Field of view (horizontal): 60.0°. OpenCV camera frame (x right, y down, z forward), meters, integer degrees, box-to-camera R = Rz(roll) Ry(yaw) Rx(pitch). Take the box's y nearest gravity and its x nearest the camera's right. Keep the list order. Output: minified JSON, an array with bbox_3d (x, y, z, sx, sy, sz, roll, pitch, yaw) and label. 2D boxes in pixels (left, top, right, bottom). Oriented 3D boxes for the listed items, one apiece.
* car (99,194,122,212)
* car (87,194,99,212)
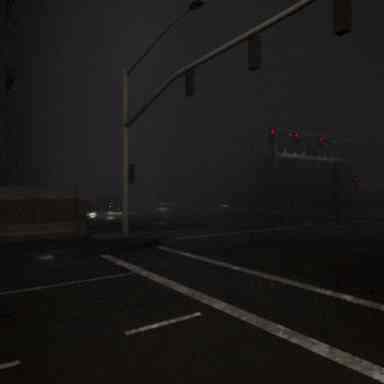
[{"bbox_3d":[-9.964,1.219,40.179,2.150,2.045,5.566,0,0,-36],"label":"car"},{"bbox_3d":[-12.696,1.350,37.987,2.097,1.767,4.553,0,0,-36],"label":"car"}]
